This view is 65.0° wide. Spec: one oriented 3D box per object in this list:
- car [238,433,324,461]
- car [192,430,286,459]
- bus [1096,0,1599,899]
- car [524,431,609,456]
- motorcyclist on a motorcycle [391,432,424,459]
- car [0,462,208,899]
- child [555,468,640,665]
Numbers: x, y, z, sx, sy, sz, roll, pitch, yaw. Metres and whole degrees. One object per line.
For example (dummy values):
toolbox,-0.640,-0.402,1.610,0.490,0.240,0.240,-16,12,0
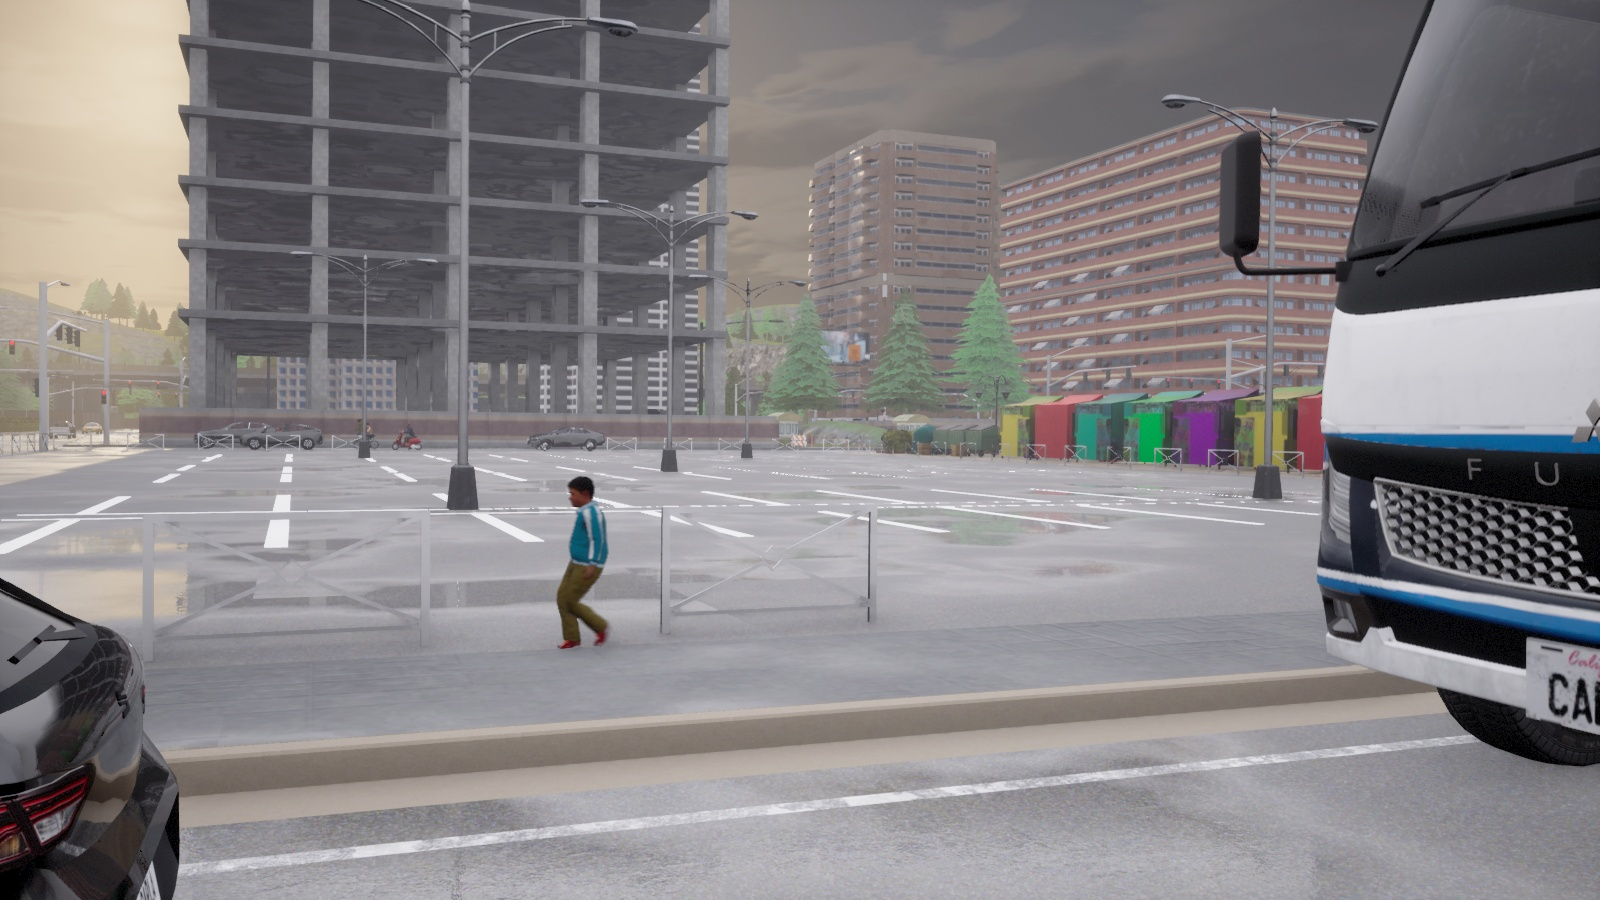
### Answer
car,-29.989,-0.169,72.661,4.514,1.525,2.007,-1,1,-22
car,-33.451,-0.338,75.023,5.027,1.651,2.152,-1,1,-22
bus,6.889,-0.747,5.802,10.273,4.253,3.944,-1,1,-20
car,-14.696,-0.426,78.923,4.902,1.511,2.128,-1,1,-22
motorcyclist on a motorcycle,-23.535,-0.275,75.304,1.817,1.590,0.866,-1,1,-22
car,-3.322,0.815,1.970,4.193,1.474,1.816,-1,1,-21
child,-1.285,0.721,7.943,0.448,1.192,0.343,-1,1,-22
